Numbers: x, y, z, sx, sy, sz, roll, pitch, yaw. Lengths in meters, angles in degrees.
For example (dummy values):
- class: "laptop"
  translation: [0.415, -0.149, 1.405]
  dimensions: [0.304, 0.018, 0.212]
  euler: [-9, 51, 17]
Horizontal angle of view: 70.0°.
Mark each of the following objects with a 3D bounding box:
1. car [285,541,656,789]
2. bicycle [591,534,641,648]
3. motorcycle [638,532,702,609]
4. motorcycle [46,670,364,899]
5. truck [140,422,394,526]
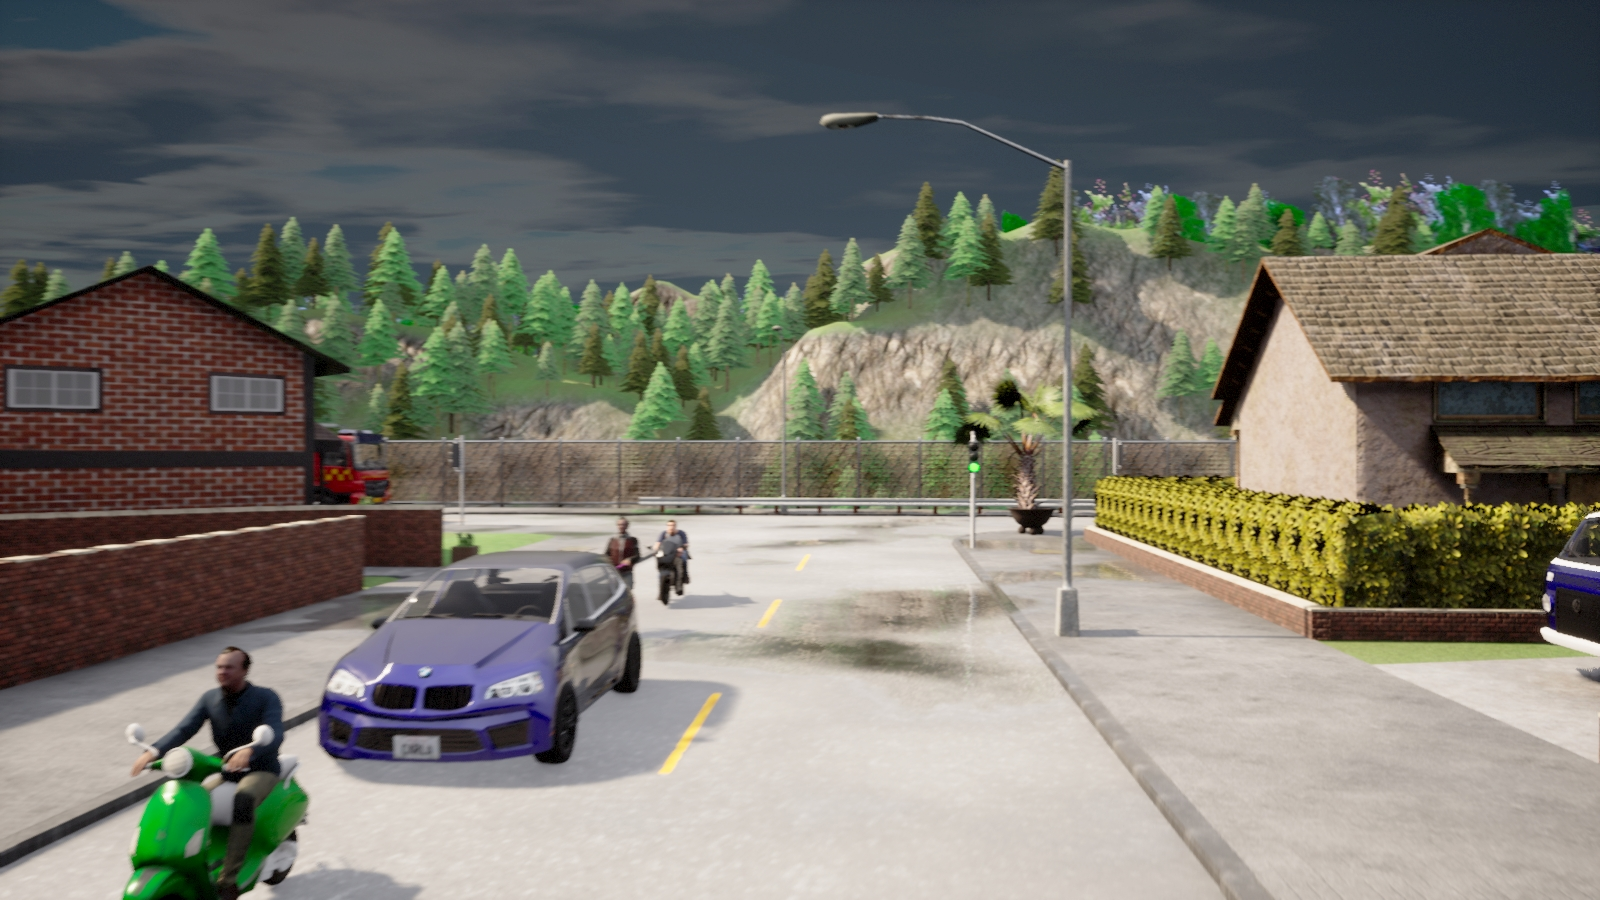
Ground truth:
- class: "car"
  translation: [-3.041, 1.964, 11.793]
  dimensions: [2.242, 1.667, 4.611]
  euler: [0, 0, 4]
- class: "bicycle"
  translation: [-2.714, 2.057, 17.001]
  dimensions: [0.329, 1.471, 1.835]
  euler: [0, 0, 4]
- class: "motorcycle"
  translation: [-2.366, 2.183, 21.078]
  dimensions: [0.803, 1.199, 2.033]
  euler: [0, 0, 4]
- class: "motorcycle"
  translation: [-3.399, 2.139, 6.757]
  dimensions: [0.856, 1.316, 1.805]
  euler: [0, 0, 4]
- class: "truck"
  translation: [-20.310, 0.872, 43.829]
  dimensions: [8.468, 3.827, 2.891]
  euler: [0, 0, 4]
